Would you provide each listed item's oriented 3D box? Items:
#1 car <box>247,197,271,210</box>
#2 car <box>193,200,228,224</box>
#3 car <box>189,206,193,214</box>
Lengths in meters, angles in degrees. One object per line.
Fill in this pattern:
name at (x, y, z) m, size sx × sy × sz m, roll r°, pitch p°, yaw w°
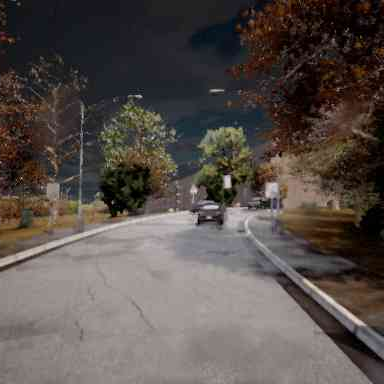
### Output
car at (8.393, 1.366, 40.785) m, size 2.128 × 1.511 × 4.902 m, roll -3°, pitch -1°, yaw 32°
car at (1.559, 1.523, 24.346) m, size 1.812 × 1.442 × 4.674 m, roll -1°, pitch 0°, yaw 11°
car at (1.514, 1.598, 35.618) m, size 2.033 × 1.411 × 5.357 m, roll -2°, pitch -1°, yaw 24°
